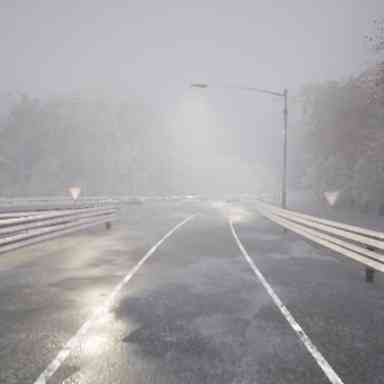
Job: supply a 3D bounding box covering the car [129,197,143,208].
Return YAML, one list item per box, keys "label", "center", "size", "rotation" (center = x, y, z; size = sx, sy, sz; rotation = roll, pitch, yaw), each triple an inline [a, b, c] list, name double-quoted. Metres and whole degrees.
- label: "car"
  center: [-8.335, 1.345, 45.006]
  size: [1.812, 1.442, 4.674]
  rotation: [1, 0, 22]

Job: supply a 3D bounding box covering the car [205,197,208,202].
- label: "car"
  center: [2.008, 1.444, 71.046]
  size: [2.128, 1.511, 4.902]
  rotation: [1, 0, 22]

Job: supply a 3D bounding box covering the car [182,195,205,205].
- label: "car"
  center: [0.083, 1.548, 56.721]
  size: [1.895, 1.301, 4.718]
  rotation: [1, 0, 22]

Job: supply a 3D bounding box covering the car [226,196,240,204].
- label: "car"
  center: [8.505, 1.601, 68.442]
  size: [2.033, 1.411, 5.357]
  rotation: [1, 0, 22]

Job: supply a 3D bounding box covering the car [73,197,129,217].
- label: "car"
  center: [-7.741, 1.379, 27.547]
  size: [2.128, 1.511, 4.902]
  rotation: [1, 0, 22]
